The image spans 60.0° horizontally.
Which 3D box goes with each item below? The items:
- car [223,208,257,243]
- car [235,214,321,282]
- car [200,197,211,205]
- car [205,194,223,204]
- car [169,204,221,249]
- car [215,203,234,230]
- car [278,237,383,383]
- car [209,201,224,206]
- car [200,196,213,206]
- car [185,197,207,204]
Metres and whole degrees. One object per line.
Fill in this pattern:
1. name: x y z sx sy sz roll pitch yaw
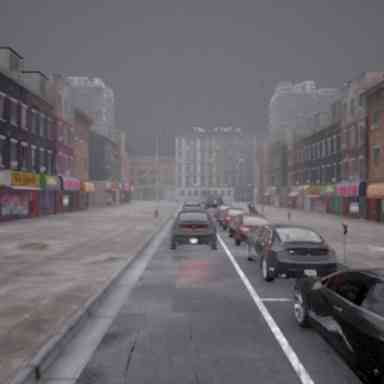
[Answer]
1. car: 2.619 1.603 15.103 1.802 1.307 4.206 1 0 0
2. car: 2.630 1.564 9.599 2.008 1.369 4.403 1 0 0
3. car: 2.527 1.691 64.635 2.008 1.369 4.403 0 0 0
4. car: 2.677 1.299 40.979 2.150 2.045 5.566 0 0 0
5. car: 0.065 1.528 14.683 1.837 1.490 4.892 0 1 0
6. car: 2.609 1.613 20.606 1.802 1.307 4.206 1 0 0
7. car: 2.640 1.571 4.096 1.947 1.339 4.313 1 0 0
8. car: 2.599 1.623 26.110 1.802 1.307 4.206 0 0 0
9. car: 2.538 1.564 59.132 1.967 1.590 4.097 0 0 0
10. car: 0.038 1.543 31.276 2.128 1.511 4.902 0 0 0
